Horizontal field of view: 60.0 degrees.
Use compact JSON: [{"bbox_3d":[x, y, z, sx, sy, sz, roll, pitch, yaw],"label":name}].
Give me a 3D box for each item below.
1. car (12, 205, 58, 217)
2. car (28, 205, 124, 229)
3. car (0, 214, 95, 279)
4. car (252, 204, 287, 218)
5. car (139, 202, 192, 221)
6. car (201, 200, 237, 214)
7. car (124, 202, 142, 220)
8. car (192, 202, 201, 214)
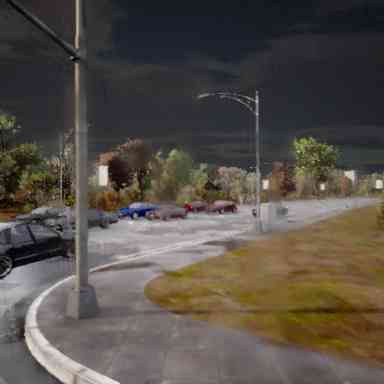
[{"bbox_3d":[-9.961,1.689,23.208,1.882,1.535,5.008,-1,0,32],"label":"car"},{"bbox_3d":[-7.116,1.724,21.156,2.033,1.411,5.357,-1,0,32],"label":"car"},{"bbox_3d":[-5.552,1.651,10.469,2.033,1.411,5.357,-1,0,16],"label":"car"},{"bbox_3d":[7.194,1.715,30.350,1.895,1.301,4.718,-1,0,32],"label":"car"},{"bbox_3d":[-2.200,1.745,28.936,1.994,1.385,4.181,-1,0,33],"label":"car"},{"bbox_3d":[3.388,1.665,37.781,1.882,1.535,5.008,-1,0,32],"label":"car"},{"bbox_3d":[-4.915,1.694,31.202,1.882,1.535,5.008,-1,0,32],"label":"car"},{"bbox_3d":[0.487,1.822,39.742,1.895,1.301,4.718,-1,0,32],"label":"car"}]
